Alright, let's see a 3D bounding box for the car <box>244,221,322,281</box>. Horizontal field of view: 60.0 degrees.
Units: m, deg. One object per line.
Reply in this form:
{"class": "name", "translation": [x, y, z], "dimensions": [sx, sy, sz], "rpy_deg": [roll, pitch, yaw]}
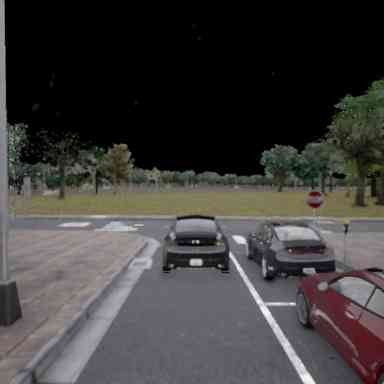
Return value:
{"class": "car", "translation": [2.622, 1.528, 9.661], "dimensions": [2.008, 1.369, 4.403], "rpy_deg": [-1, 0, 0]}

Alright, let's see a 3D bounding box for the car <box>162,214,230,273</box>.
{"class": "car", "translation": [0.106, 1.480, 10.604], "dimensions": [1.837, 1.490, 4.892], "rpy_deg": [0, 0, 0]}

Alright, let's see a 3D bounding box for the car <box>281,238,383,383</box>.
{"class": "car", "translation": [2.622, 1.572, 4.129], "dimensions": [1.802, 1.307, 4.206], "rpy_deg": [-1, 0, 0]}
